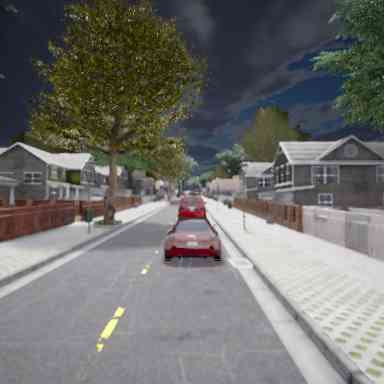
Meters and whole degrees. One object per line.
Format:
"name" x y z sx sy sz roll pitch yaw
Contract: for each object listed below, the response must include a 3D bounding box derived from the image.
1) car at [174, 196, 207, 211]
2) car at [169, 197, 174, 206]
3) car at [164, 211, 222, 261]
"car" 0.027 1.337 26.406 2.150 2.045 5.566 0 0 1
"car" -2.823 1.617 57.038 1.812 1.442 4.674 0 0 0
"car" 0.043 1.633 12.628 1.994 1.385 4.181 0 0 1
